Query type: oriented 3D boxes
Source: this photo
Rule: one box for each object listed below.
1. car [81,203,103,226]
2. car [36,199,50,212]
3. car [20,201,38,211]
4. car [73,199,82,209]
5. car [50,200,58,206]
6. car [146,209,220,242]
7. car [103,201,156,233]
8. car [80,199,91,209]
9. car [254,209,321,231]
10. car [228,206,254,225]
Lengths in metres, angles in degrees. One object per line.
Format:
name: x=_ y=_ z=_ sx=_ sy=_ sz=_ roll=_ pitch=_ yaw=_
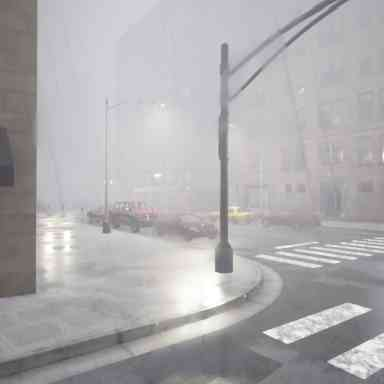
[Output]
car: x=-6.882 y=1.819 z=26.271 sx=1.887 sy=1.381 sz=4.507 roll=0 pitch=0 yaw=-35
car: x=-23.017 y=1.948 z=48.940 sx=2.192 sy=1.841 sz=5.009 roll=-1 pitch=0 yaw=-35
car: x=-26.241 y=2.251 z=53.472 sx=1.887 sy=1.381 sz=4.507 roll=-1 pitch=0 yaw=-35
car: x=-19.307 y=2.069 z=58.429 sx=2.192 sy=1.841 sz=5.009 roll=-1 pitch=0 yaw=-35
car: x=-32.306 y=2.564 z=76.698 sx=1.752 sy=1.417 sz=4.829 roll=0 pitch=0 yaw=-35
car: x=-0.428 y=1.719 z=17.204 sx=1.802 sy=1.307 sz=4.206 roll=0 pitch=0 yaw=-35
car: x=-3.658 y=1.520 z=21.739 sx=2.192 sy=1.841 sz=5.009 roll=0 pitch=0 yaw=-35
car: x=-16.078 y=2.232 z=53.895 sx=2.008 sy=1.369 sz=4.403 roll=-1 pitch=0 yaw=-35
car: x=6.502 y=1.767 z=22.169 sx=1.802 sy=1.307 sz=4.206 roll=0 pitch=0 yaw=-35
car: x=3.177 y=1.781 z=26.840 sx=1.752 sy=1.417 sz=4.829 roll=0 pitch=0 yaw=-35
